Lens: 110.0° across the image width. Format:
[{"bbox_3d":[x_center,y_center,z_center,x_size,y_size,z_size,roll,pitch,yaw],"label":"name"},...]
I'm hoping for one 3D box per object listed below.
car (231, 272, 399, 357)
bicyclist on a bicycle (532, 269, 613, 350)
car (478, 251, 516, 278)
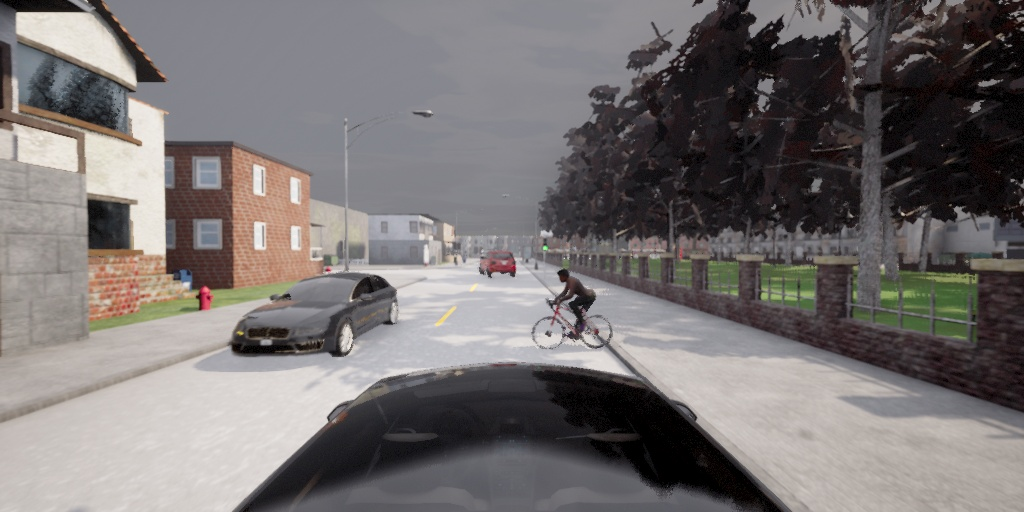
[{"bbox_3d":[-4.129,1.179,8.432,1.837,1.490,4.892,0,0,0],"label":"car"},{"bbox_3d":[1.212,1.087,7.252,1.656,1.620,0.582,-2,1,-2],"label":"bicyclist on a bicycle"},{"bbox_3d":[-1.277,0.621,29.358,2.150,2.045,5.566,0,1,-15],"label":"car"}]
